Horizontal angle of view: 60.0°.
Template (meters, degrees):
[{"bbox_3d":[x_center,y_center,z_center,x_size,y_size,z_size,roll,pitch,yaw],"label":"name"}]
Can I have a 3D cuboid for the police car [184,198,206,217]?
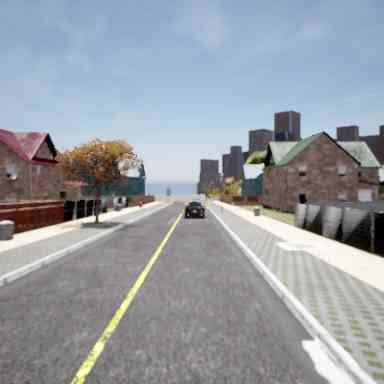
[{"bbox_3d":[0.273,1.471,31.561,1.930,1.638,5.238,0,0,1],"label":"police car"}]

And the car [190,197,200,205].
[{"bbox_3d":[0.564,1.717,63.857,1.895,1.301,4.718,0,0,1],"label":"car"}]
